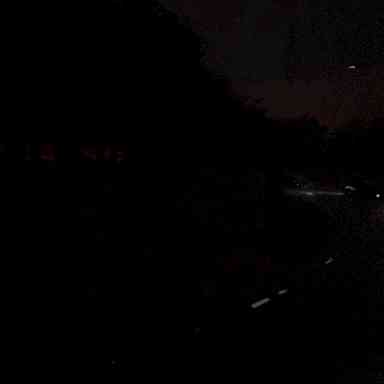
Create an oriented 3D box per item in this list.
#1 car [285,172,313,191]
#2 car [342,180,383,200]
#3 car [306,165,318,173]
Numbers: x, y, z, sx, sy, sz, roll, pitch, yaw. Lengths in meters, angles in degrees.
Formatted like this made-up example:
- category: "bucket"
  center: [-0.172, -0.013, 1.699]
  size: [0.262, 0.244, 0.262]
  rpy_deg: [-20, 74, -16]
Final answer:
- category: "car"
  center: [11.316, -1.020, 35.513]
  size: [1.812, 1.442, 4.674]
  rpy_deg: [-1, 6, 0]
- category: "car"
  center: [14.302, -0.239, 27.832]
  size: [1.837, 1.490, 4.892]
  rpy_deg: [-1, 6, 2]
- category: "car"
  center: [24.828, -4.778, 68.748]
  size: [1.970, 1.475, 3.806]
  rpy_deg: [-1, 3, 26]
